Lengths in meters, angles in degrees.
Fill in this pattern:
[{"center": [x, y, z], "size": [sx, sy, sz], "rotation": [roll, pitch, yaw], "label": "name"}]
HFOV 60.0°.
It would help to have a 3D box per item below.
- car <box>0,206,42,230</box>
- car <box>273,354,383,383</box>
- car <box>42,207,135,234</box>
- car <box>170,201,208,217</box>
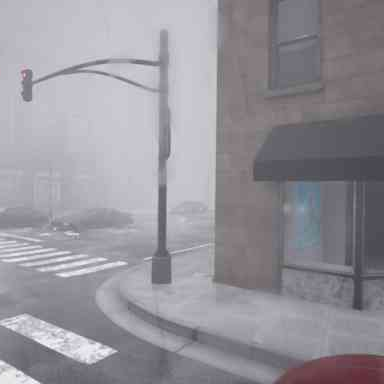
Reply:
[{"center": [-10.644, 1.545, 19.266], "size": [1.812, 1.442, 4.674], "rotation": [1, 0, 35], "label": "car"}, {"center": [2.382, 1.545, 1.254], "size": [4.507, 1.381, 1.887], "rotation": [0, 1, 35], "label": "car"}, {"center": [-5.917, 1.644, 20.288], "size": [2.033, 1.411, 5.357], "rotation": [1, 0, 35], "label": "car"}, {"center": [-0.258, 1.676, 33.841], "size": [1.837, 1.490, 4.892], "rotation": [1, 0, 36], "label": "car"}]
